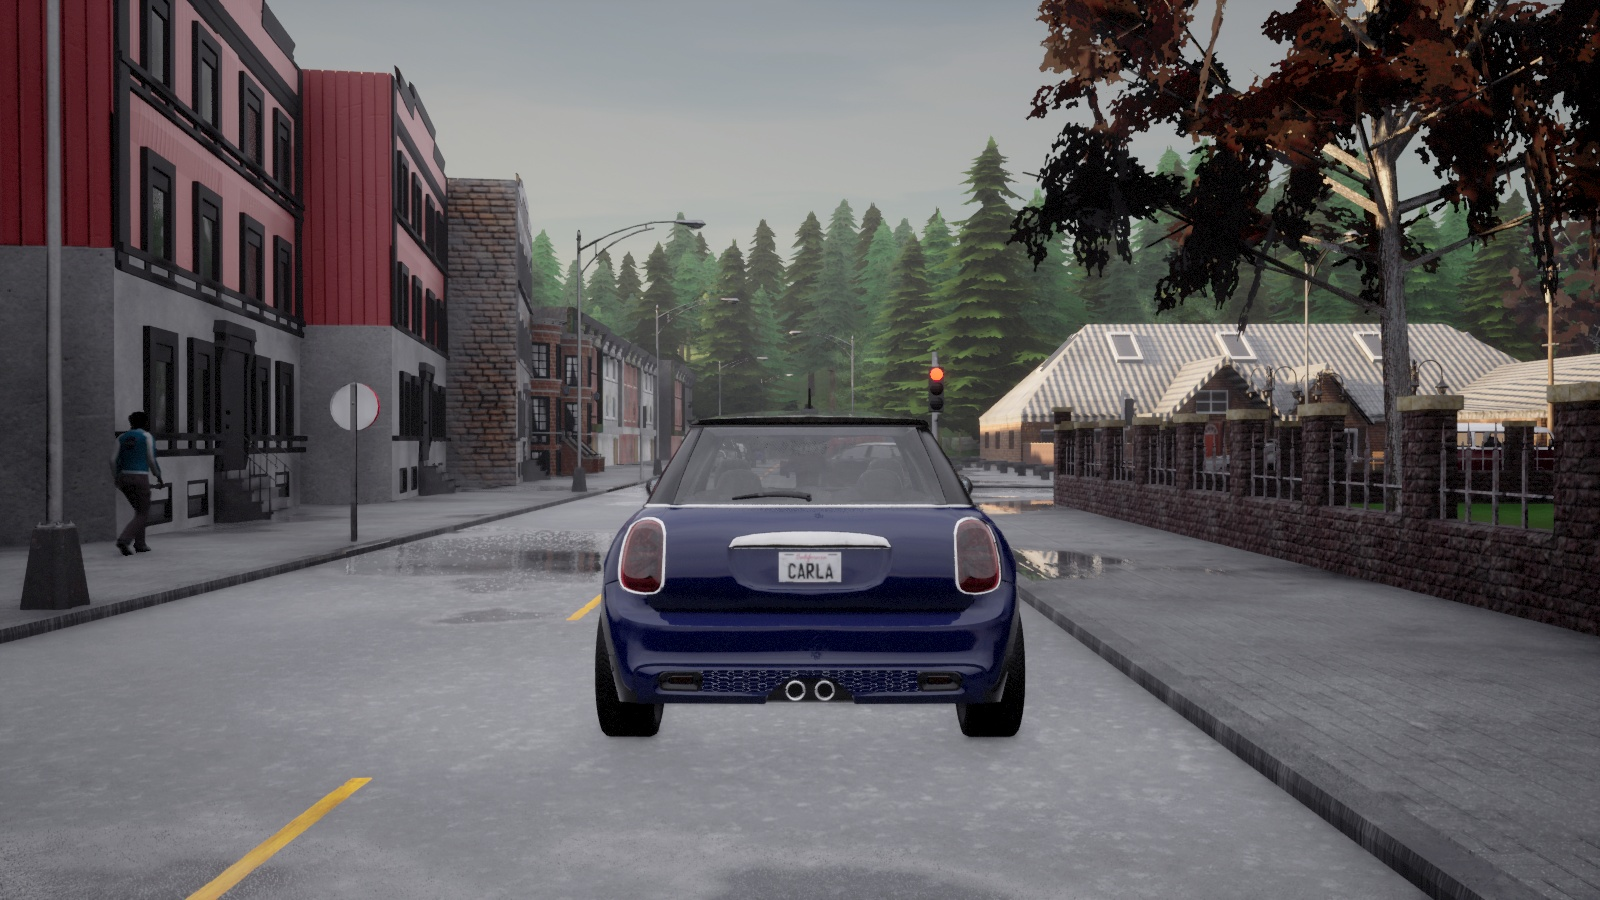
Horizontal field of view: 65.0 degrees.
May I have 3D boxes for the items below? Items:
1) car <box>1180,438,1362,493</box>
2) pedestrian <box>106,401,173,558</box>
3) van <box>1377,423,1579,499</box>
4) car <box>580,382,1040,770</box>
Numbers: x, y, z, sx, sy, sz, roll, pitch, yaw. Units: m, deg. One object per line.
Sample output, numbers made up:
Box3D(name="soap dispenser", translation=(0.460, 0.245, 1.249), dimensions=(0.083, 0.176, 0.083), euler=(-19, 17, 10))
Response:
Box3D(name="car", translation=(14.509, 0.469, 38.871), dimensions=(4.856, 1.649, 2.033), euler=(0, 0, 0))
Box3D(name="pedestrian", translation=(-8.300, 0.360, 15.800), dimensions=(0.396, 1.930, 0.692), euler=(0, 0, 10))
Box3D(name="van", translation=(18.718, 0.288, 34.808), dimensions=(4.480, 2.038, 2.069), euler=(0, 0, -1))
Box3D(name="car", translation=(0.059, 0.560, 8.001), dimensions=(2.097, 1.767, 4.553), euler=(0, 0, 0))
